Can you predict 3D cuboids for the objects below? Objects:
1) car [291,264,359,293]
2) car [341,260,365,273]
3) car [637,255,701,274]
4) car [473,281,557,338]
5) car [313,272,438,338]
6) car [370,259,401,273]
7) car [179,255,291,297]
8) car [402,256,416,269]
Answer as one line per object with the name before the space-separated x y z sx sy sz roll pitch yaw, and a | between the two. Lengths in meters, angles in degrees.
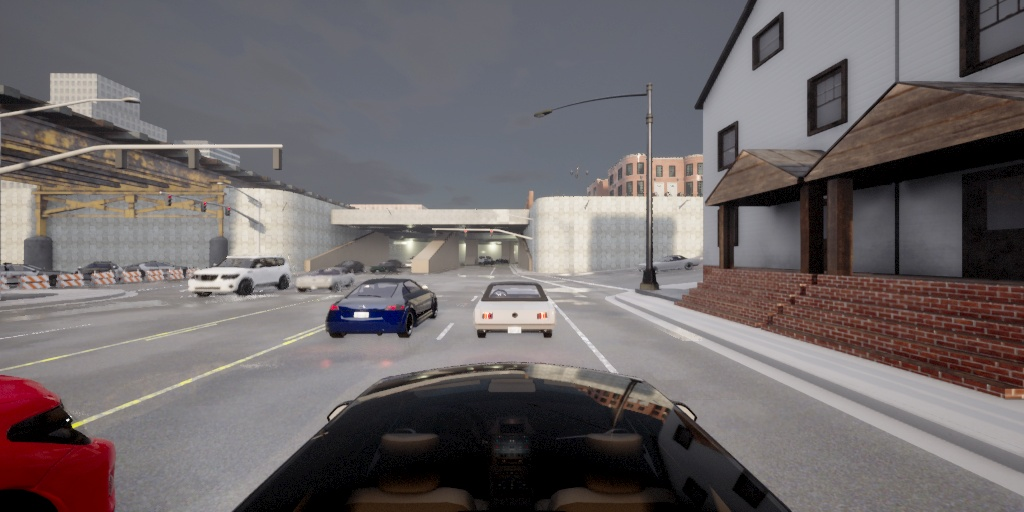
car | -10.743 1.350 20.990 1.895 1.301 4.718 0 0 -9
car | -18.164 1.228 40.306 1.882 1.535 5.008 0 0 -2
car | 13.056 0.665 30.135 4.718 1.301 1.895 -7 0 0
car | 0.071 1.351 10.156 1.895 1.301 4.718 0 0 0
car | -3.431 1.314 10.201 1.994 1.385 4.181 0 0 0
car | -14.692 1.351 41.193 1.895 1.301 4.718 0 0 -2
car | -14.093 0.971 19.123 2.150 2.045 5.566 0 0 -4
car | -15.098 0.971 56.262 2.150 2.045 5.566 0 0 -2
